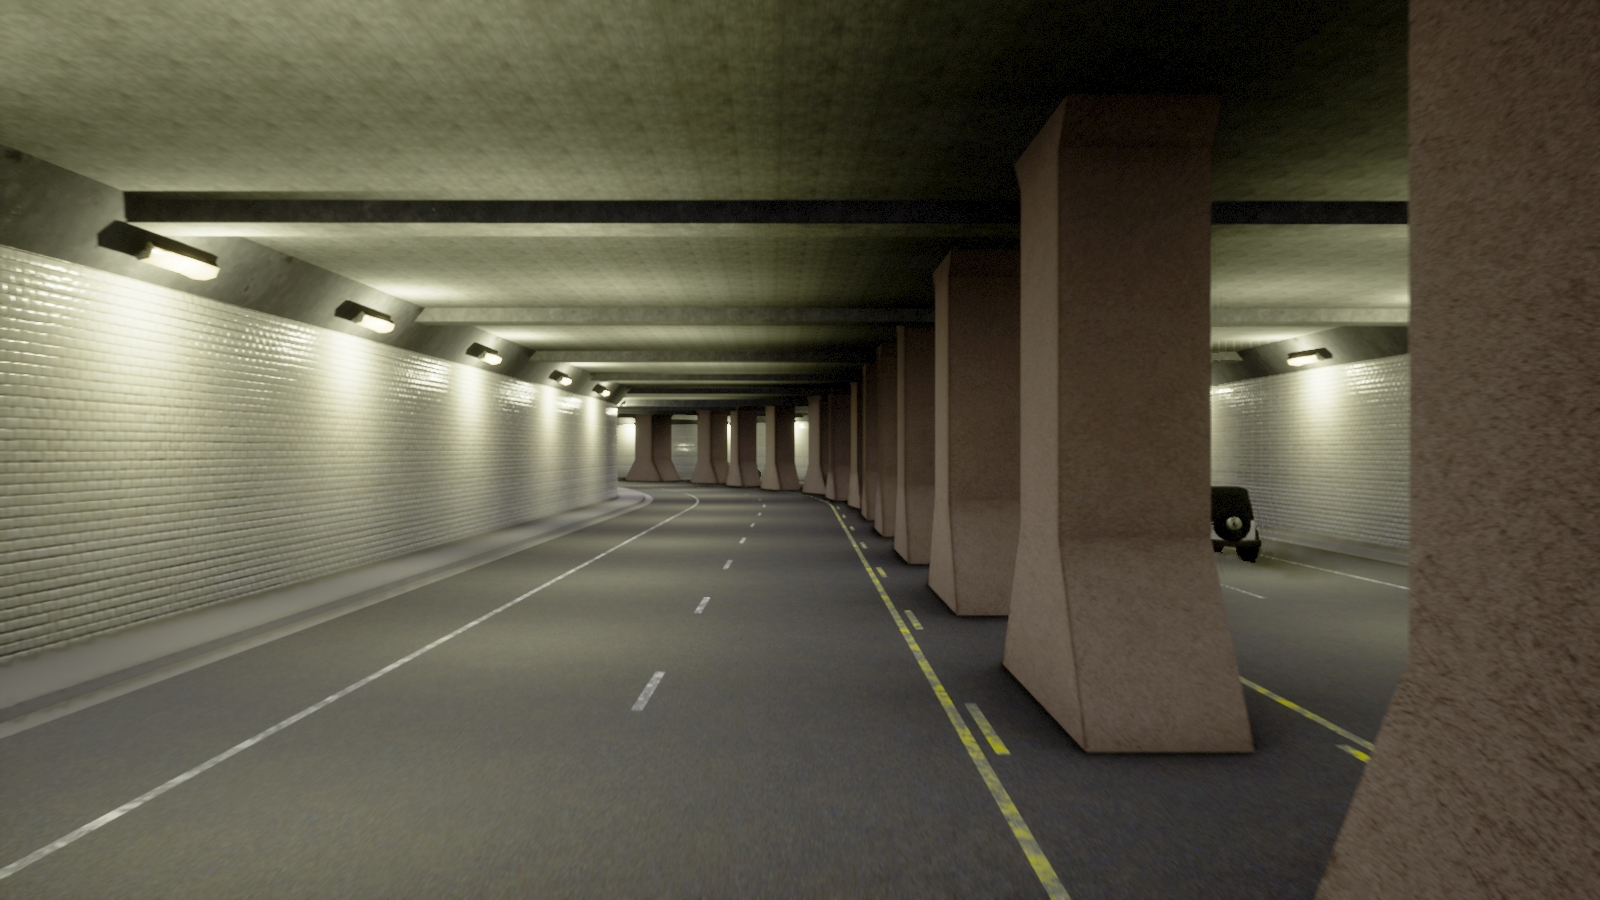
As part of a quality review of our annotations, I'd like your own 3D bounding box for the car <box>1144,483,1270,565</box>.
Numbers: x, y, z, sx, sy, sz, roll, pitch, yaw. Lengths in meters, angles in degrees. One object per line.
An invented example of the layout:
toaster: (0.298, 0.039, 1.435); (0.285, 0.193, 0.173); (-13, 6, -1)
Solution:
car: (10.489, 1.857, 29.743); (1.905, 1.878, 3.866); (0, 0, 0)
